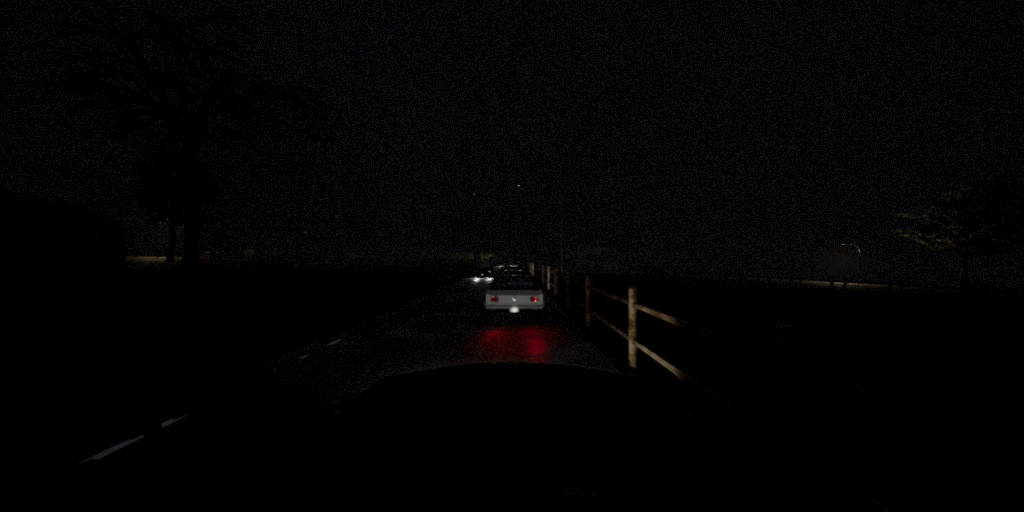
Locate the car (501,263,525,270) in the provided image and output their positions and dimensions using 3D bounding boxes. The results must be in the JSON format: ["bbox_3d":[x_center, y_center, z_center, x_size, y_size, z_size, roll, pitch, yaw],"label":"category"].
[{"bbox_3d":[0.089,1.323,29.956,2.128,1.511,4.902,0,0,0],"label":"car"}]

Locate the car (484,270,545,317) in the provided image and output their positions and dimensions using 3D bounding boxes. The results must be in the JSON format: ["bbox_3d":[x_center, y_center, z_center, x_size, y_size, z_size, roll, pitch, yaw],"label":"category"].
[{"bbox_3d":[0.084,1.369,13.250,1.895,1.301,4.718,0,0,0],"label":"car"}]

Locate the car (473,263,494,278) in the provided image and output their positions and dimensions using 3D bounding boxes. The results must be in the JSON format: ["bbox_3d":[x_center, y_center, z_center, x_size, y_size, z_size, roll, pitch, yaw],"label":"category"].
[{"bbox_3d":[-2.845,1.429,36.916,2.033,1.411,5.357,0,0,0],"label":"car"}]
